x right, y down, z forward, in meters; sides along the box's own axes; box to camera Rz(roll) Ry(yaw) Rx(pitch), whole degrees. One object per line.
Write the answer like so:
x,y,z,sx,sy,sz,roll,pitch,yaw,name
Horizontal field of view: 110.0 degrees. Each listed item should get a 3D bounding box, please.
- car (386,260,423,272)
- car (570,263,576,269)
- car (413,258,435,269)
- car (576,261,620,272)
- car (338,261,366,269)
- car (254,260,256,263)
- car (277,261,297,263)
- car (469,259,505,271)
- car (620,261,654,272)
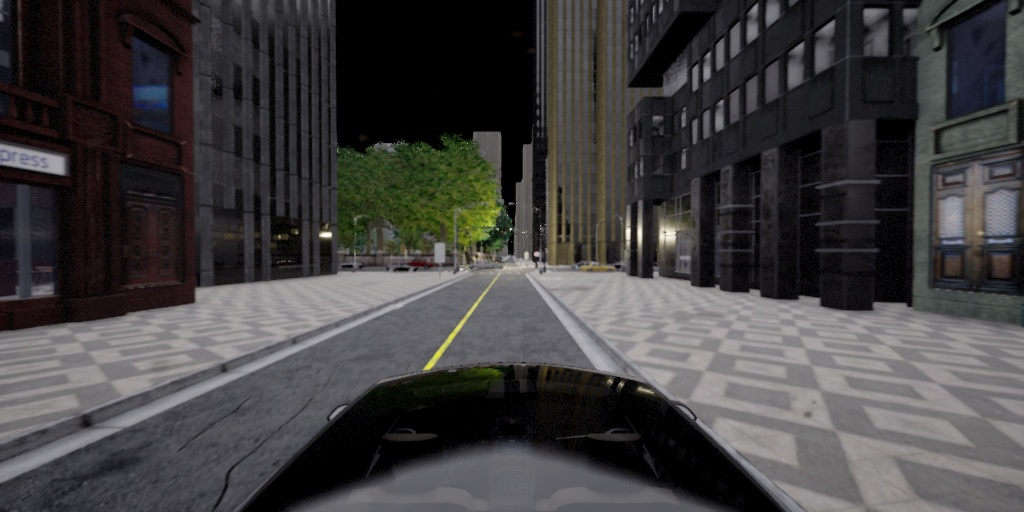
-15.070,1.552,49.363,4.313,1.339,1.948,0,0,0,car
11.632,1.433,57.742,4.403,1.370,2.007,0,0,0,car
-15.032,1.176,57.888,5.009,1.841,2.192,0,0,0,car
11.764,1.532,49.217,4.829,1.417,1.751,0,0,0,car
-25.945,1.426,57.947,4.313,1.339,1.948,0,0,0,car
-36.897,1.566,49.482,4.207,1.307,1.802,0,0,0,car
-31.440,1.534,49.453,4.403,1.370,2.007,0,0,0,car
-3.754,1.449,52.064,4.902,1.511,2.128,-1,0,0,car
17.107,1.564,49.188,4.403,1.370,2.007,0,0,0,car
